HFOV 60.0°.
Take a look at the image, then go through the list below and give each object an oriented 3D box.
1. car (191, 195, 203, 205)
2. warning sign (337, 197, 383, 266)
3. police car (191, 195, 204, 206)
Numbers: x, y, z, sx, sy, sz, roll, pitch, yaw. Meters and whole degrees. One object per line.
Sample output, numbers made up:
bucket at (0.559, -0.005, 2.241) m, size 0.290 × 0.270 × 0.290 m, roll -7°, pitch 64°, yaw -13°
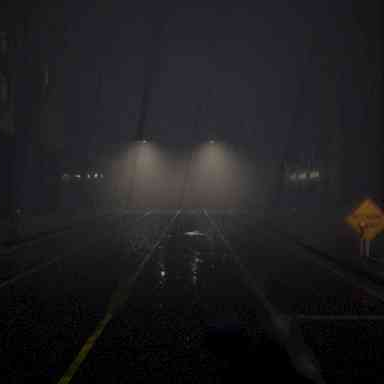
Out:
car at (0.897, 1.386, 62.589) m, size 2.097 × 1.767 × 4.553 m, roll 0°, pitch 0°, yaw 0°
warning sign at (5.070, 1.099, 9.616) m, size 1.300 × 1.860 × 1.060 m, roll 0°, pitch 0°, yaw 0°
police car at (0.900, 1.449, 52.730) m, size 1.930 × 1.638 × 5.238 m, roll 0°, pitch 0°, yaw 0°
